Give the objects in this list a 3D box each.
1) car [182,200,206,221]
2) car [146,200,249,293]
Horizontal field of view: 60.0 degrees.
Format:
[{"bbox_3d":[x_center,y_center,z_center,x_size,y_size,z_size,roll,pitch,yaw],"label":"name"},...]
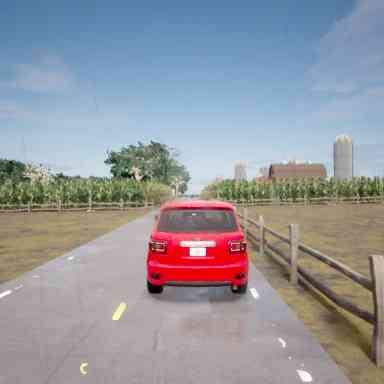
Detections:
[{"bbox_3d":[0.161,1.483,28.126,1.837,1.490,4.892,0,0,0],"label":"car"},{"bbox_3d":[0.117,1.220,8.959,2.150,2.045,5.566,0,0,0],"label":"car"}]
